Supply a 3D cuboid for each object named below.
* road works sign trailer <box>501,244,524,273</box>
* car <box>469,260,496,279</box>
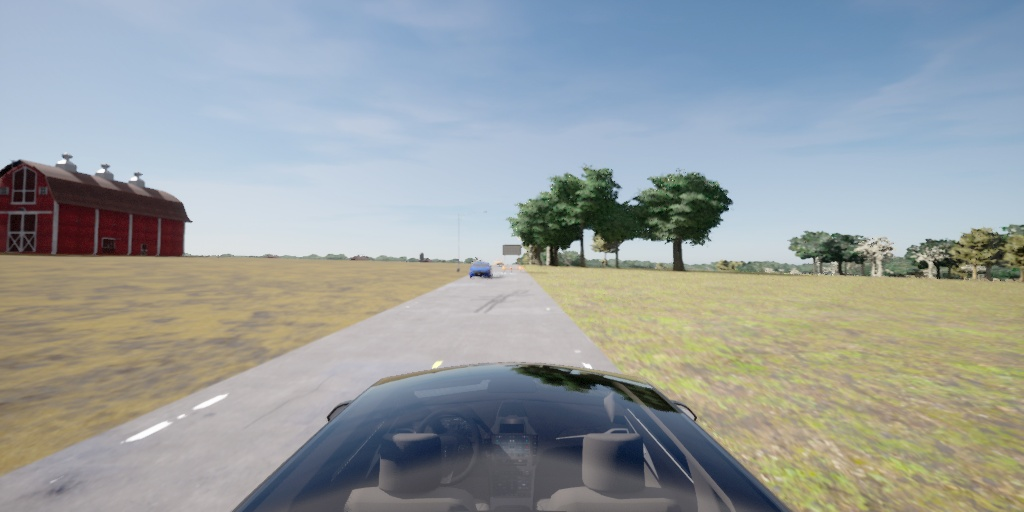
[{"bbox_3d":[-0.013,0.297,44.403,2.380,3.560,2.880,0,0,0],"label":"road works sign trailer"},{"bbox_3d":[-2.838,1.281,33.410,1.882,1.535,5.008,0,0,0],"label":"car"}]
